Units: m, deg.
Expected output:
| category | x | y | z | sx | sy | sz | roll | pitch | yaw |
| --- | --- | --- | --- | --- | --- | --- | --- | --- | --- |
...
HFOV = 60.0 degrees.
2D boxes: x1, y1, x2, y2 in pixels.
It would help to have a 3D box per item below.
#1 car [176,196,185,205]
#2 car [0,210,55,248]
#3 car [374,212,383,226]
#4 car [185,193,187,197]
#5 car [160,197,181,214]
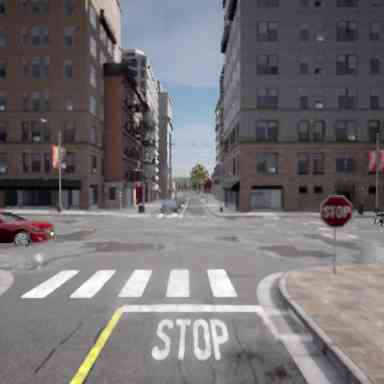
| category | x | y | z | sx | sy | sz | roll | pitch | yaw |
| --- | --- | --- | --- | --- | --- | --- | --- | --- | --- |
| car | -2.528 | 1.719 | 48.047 | 2.033 | 1.411 | 5.357 | 0 | 0 | 0 |
| car | -8.745 | 1.558 | 14.835 | 5.008 | 1.535 | 1.882 | 1 | 1 | -1 |
| car | 14.506 | 1.612 | 21.634 | 4.902 | 1.511 | 2.128 | 0 | 1 | 0 |
| car | -2.445 | 1.550 | 62.308 | 2.097 | 1.767 | 4.553 | 0 | 0 | 0 |
| car | -2.554 | 1.670 | 38.347 | 1.812 | 1.442 | 4.674 | 0 | 0 | 1 |
